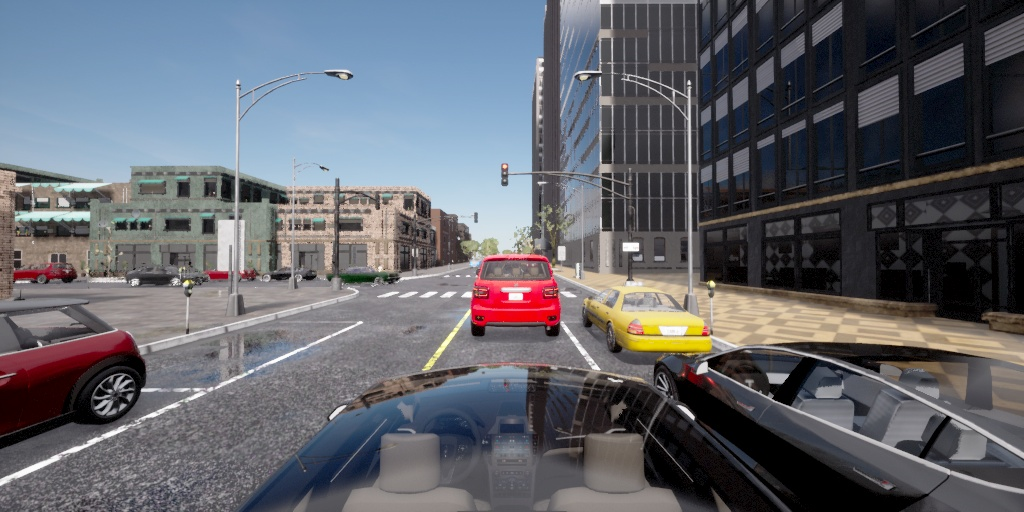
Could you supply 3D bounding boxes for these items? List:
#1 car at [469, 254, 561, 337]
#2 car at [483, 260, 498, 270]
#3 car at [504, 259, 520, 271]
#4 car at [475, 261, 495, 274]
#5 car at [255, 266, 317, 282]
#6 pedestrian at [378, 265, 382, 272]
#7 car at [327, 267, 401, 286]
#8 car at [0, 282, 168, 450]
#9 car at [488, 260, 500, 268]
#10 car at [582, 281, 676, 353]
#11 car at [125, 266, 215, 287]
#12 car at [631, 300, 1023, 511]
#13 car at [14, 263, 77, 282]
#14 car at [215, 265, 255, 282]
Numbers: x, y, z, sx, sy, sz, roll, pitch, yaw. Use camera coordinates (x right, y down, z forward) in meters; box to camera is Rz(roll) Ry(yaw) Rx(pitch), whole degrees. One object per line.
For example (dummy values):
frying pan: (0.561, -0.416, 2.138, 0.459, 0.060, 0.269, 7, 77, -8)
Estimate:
car: (0.081, 0.975, 10.480, 2.150, 2.045, 5.566, 0, 0, 0)
car: (-3.209, 1.317, 54.174, 2.033, 1.411, 5.357, 0, 0, 0)
car: (-0.017, 1.260, 51.931, 2.128, 1.511, 4.902, 0, 0, 0)
car: (-3.193, 1.312, 43.986, 2.033, 1.411, 5.357, 0, 0, 0)
car: (-19.477, 1.562, 31.458, 4.313, 1.339, 1.948, 0, 0, 1)
pedestrian: (-12.616, 1.399, 34.339, 0.375, 1.300, 0.375, 0, 0, 1)
car: (-10.242, 1.400, 25.033, 4.718, 1.301, 1.895, -1, 0, 10)
car: (-5.692, 1.190, 2.827, 1.967, 1.591, 4.097, 0, 0, 0)
car: (-3.193, 1.375, 64.469, 1.895, 1.301, 4.718, 0, 0, 0)
car: (2.813, 1.277, 8.605, 1.751, 1.417, 4.829, 0, 0, 0)
car: (-24.714, 1.458, 25.733, 4.892, 1.490, 1.837, 0, -1, 1)
car: (2.655, 1.316, 2.791, 1.948, 1.339, 4.313, 0, 0, 0)
car: (-41.669, 1.522, 31.692, 5.009, 1.841, 2.192, 0, 0, 1)
car: (-25.025, 1.489, 31.517, 4.097, 1.591, 1.967, 0, 0, 1)
